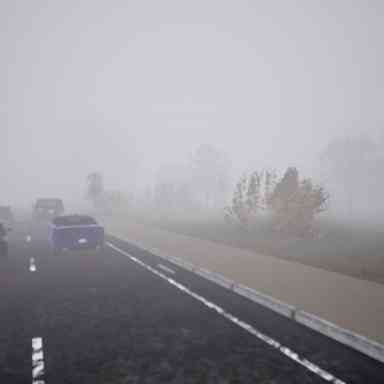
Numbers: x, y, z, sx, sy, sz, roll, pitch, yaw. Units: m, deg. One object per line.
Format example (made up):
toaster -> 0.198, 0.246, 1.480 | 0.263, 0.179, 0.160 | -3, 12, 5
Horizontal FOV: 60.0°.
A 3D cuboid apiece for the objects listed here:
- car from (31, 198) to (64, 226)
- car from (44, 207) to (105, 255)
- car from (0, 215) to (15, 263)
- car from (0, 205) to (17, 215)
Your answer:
car -> -11.332, 1.498, 26.231 | 2.150, 2.045, 5.566 | 0, 0, -28
car -> -5.078, 1.631, 14.285 | 1.882, 1.535, 5.008 | 0, 0, -27
car -> -7.539, 1.727, 11.941 | 1.895, 1.301, 4.718 | 0, -1, -26
car -> -14.637, 1.769, 25.511 | 1.837, 1.490, 4.892 | 0, 0, -28
